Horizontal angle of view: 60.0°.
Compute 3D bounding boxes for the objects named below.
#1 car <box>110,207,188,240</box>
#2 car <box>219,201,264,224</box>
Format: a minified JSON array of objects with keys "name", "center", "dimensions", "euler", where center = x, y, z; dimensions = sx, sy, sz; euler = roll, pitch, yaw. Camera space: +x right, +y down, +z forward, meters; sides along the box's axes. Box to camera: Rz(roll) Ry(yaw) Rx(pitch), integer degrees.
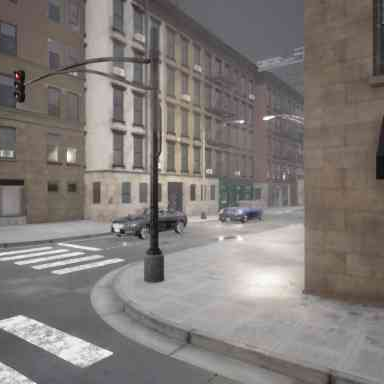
[{"name":"car","center":[-2.161,1.568,17.842],"dimensions":[2.128,1.511,4.902],"euler":[0,0,35]},{"name":"car","center":[4.009,1.486,26.522],"dimensions":[2.097,1.767,4.553],"euler":[0,-1,36]}]
